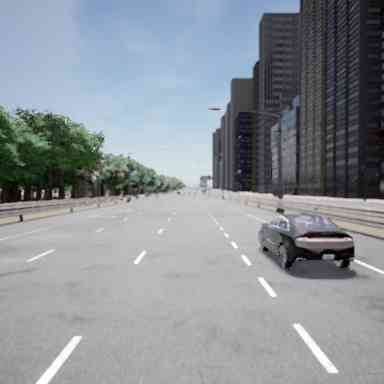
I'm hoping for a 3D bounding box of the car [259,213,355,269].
[{"bbox_3d":[3.512,1.453,10.989,2.128,1.511,4.902,0,0,0],"label":"car"}]
